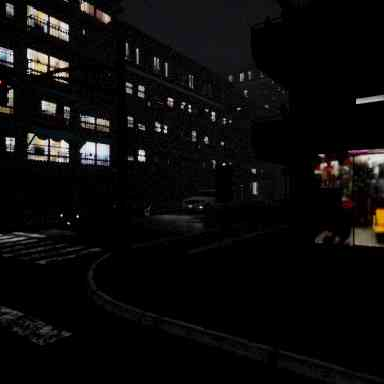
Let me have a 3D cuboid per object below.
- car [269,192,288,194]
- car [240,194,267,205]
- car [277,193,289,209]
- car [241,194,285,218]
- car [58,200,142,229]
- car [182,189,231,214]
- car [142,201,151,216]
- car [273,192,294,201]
[{"bbox_3d":[10.448,0.868,42.635,2.033,1.411,5.357,0,1,36],"label":"car"},{"bbox_3d":[8.187,0.916,43.957,1.802,1.307,4.206,1,1,35],"label":"car"},{"bbox_3d":[8.492,1.065,29.841,1.802,1.307,4.206,1,1,35],"label":"car"},{"bbox_3d":[5.289,1.118,25.173,1.887,1.381,4.507,1,1,35],"label":"car"},{"bbox_3d":[-5.517,1.365,20.022,1.895,1.301,4.718,0,1,35],"label":"car"},{"bbox_3d":[1.439,0.791,29.909,2.150,2.045,5.566,0,1,35],"label":"car"},{"bbox_3d":[-4.966,1.264,25.524,1.947,1.339,4.313,1,1,35],"label":"car"},{"bbox_3d":[14.710,0.719,53.210,1.947,1.339,4.313,1,1,35],"label":"car"}]
